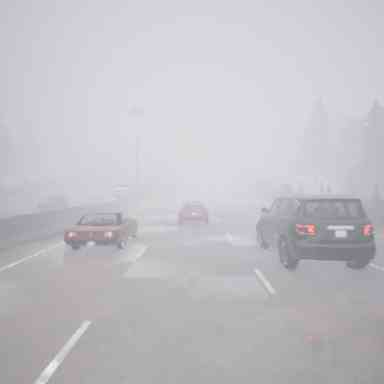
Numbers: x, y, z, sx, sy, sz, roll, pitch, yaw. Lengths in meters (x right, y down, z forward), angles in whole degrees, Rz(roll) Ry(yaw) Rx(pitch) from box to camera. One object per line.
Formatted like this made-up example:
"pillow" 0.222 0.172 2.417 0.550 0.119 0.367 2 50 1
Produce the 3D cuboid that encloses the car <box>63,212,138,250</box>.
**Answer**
"car" -3.398 1.433 13.418 1.895 1.301 4.718 0 1 0

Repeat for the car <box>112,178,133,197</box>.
"car" -10.532 -0.482 50.745 2.150 2.045 5.566 0 6 1

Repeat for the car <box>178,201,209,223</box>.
"car" 0.105 1.284 22.466 1.994 1.385 4.181 0 1 0

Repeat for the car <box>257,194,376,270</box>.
"car" 3.602 1.085 10.718 2.150 2.045 5.566 0 0 0

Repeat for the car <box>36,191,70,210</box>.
"car" -14.068 0.994 33.972 1.837 1.490 4.892 0 2 0
